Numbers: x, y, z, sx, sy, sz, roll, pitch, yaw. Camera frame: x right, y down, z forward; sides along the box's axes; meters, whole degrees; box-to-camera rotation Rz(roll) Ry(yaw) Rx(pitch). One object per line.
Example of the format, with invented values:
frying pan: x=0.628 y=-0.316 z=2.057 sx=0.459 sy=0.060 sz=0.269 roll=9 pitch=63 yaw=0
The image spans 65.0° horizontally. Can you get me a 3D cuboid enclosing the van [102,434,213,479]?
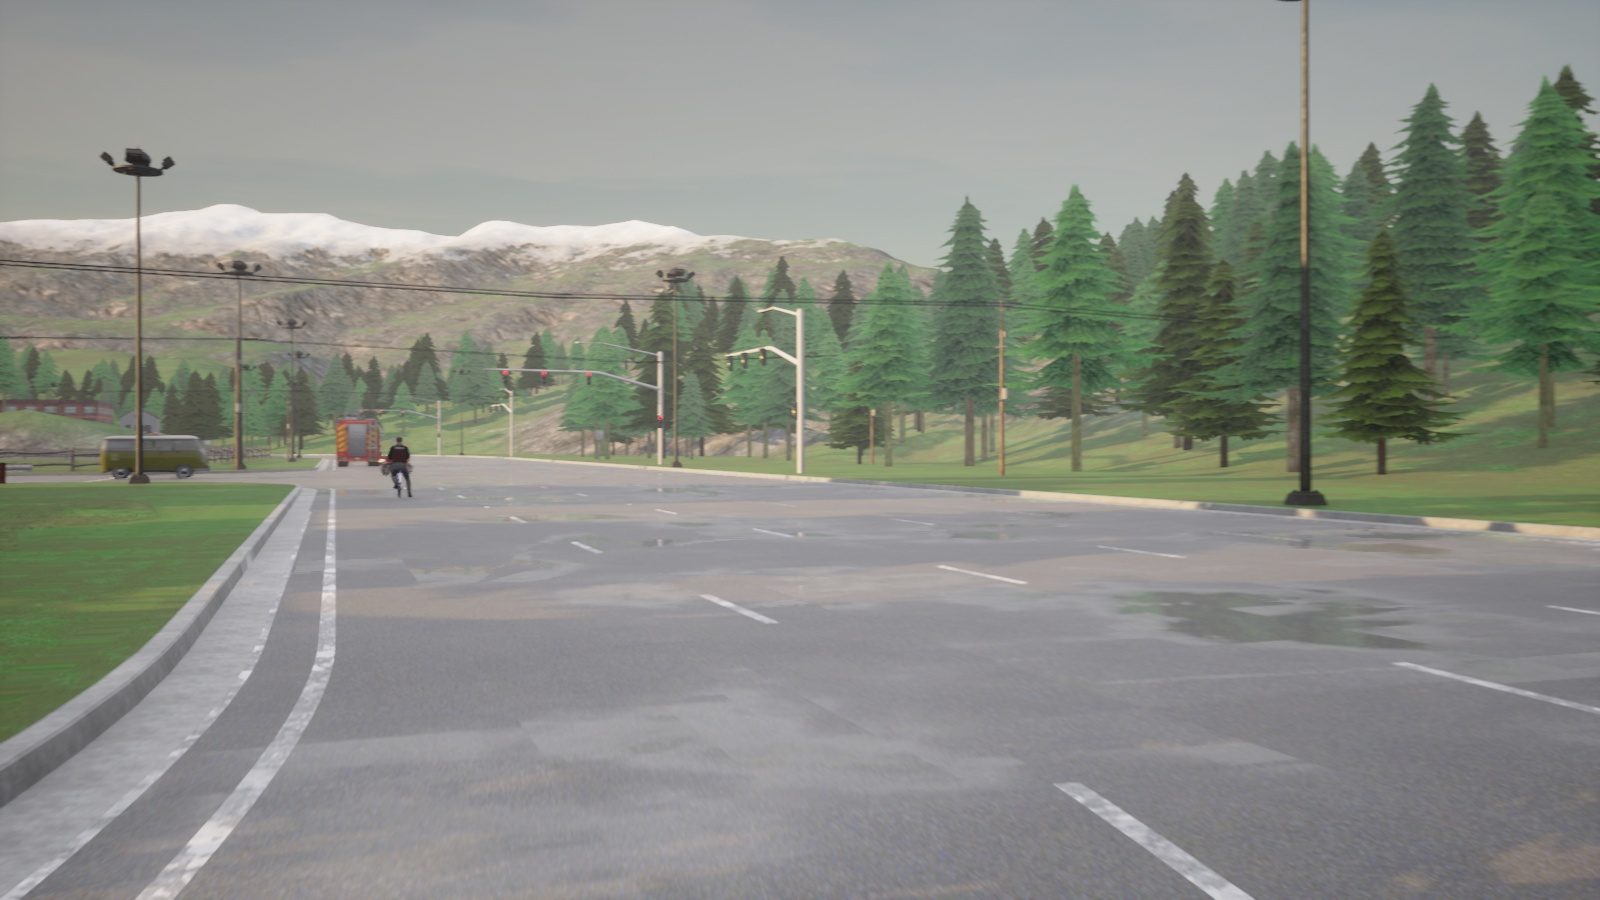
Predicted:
van: x=-29.203 y=0.282 z=57.186 sx=4.442 sy=1.987 sz=1.775 roll=0 pitch=0 yaw=-26

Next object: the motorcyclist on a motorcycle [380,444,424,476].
motorcyclist on a motorcycle: x=-19.552 y=0.483 z=61.766 sx=0.797 sy=1.523 sz=2.044 roll=-2 pitch=-1 yaw=30

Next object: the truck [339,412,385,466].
truck: x=-32.242 y=-0.783 z=92.615 sx=2.891 sy=3.827 sz=8.468 roll=0 pitch=0 yaw=-17
